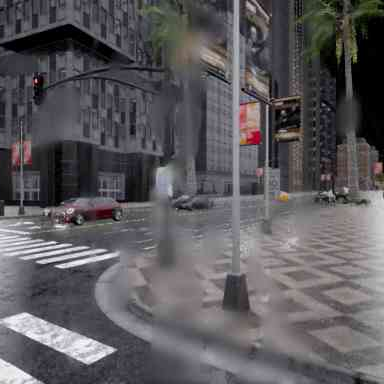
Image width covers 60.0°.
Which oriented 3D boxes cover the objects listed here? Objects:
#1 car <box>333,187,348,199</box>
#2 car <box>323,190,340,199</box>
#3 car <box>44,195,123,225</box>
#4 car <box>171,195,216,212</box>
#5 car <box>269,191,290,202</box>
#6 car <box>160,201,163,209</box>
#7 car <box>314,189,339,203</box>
[{"bbox_3d":[23.683,0.232,52.762,2.150,2.045,5.566,0,1,36],"label":"car"},{"bbox_3d":[25.768,0.353,61.321,1.882,1.535,5.008,0,1,36],"label":"car"},{"bbox_3d":[-6.689,1.075,21.467,2.097,1.767,4.553,0,1,35],"label":"car"},{"bbox_3d":[0.193,1.061,31.183,2.033,1.411,5.357,0,1,35],"label":"car"},{"bbox_3d":[12.746,0.630,48.757,1.882,1.535,5.008,0,1,36],"label":"car"},{"bbox_3d":[-1.371,1.002,34.589,1.812,1.442,4.674,0,1,35],"label":"car"},{"bbox_3d":[17.823,0.677,44.481,1.837,1.490,4.892,0,1,35],"label":"car"}]
